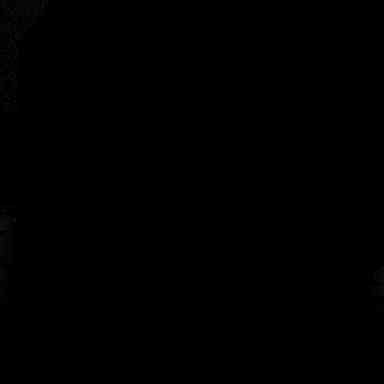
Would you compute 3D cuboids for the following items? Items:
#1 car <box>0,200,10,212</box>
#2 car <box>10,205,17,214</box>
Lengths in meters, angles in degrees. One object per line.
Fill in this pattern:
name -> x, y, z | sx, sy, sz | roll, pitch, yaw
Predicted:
car -> -19.347, 1.176, 29.145 | 2.192, 1.841, 5.009 | 0, -1, 36
car -> -16.203, 1.520, 33.533 | 1.802, 1.307, 4.206 | 0, -1, 36
